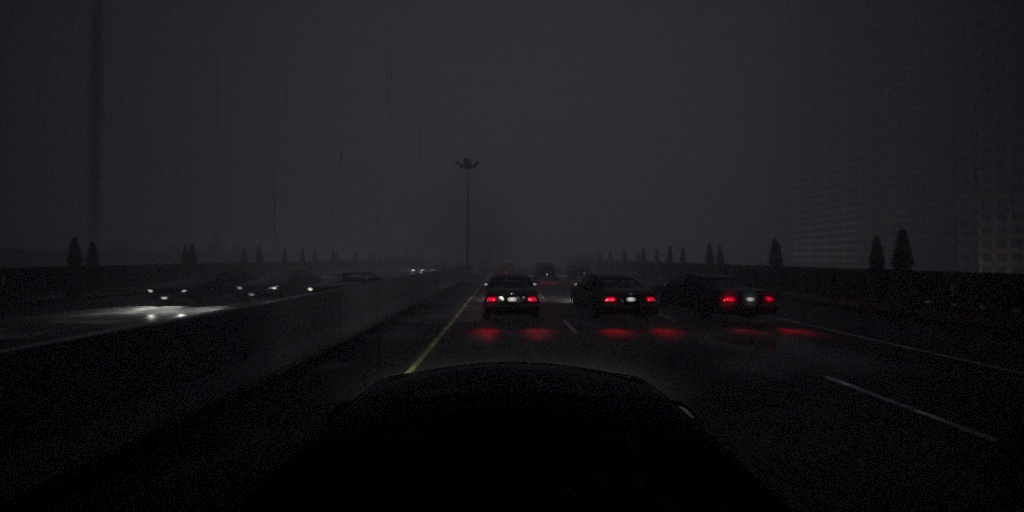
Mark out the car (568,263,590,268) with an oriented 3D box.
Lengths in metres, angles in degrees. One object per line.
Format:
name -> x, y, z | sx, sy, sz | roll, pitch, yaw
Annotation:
car -> 6.467, 1.377, 34.663 | 1.812, 1.442, 4.674 | 0, 0, -1

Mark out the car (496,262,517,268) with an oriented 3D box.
car -> -0.533, 1.335, 35.162 | 1.882, 1.535, 5.008 | 0, 0, -1

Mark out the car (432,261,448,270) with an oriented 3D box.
car -> -11.718, 1.504, 58.890 | 1.994, 1.385, 4.181 | 0, 0, -1

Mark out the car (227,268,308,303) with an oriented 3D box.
car -> -10.835, 1.332, 17.187 | 1.812, 1.442, 4.674 | 0, 0, -1

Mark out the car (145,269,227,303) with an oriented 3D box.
car -> -14.341, 1.356, 17.390 | 2.033, 1.411, 5.357 | 0, 0, -1

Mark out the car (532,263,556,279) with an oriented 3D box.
car -> 3.001, 1.356, 33.693 | 1.837, 1.490, 4.892 | 0, 0, -1

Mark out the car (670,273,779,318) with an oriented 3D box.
car -> 6.949, 1.330, 13.035 | 2.033, 1.411, 5.357 | 0, 0, -1

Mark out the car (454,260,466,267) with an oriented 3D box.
car -> -8.194, 1.412, 57.635 | 1.882, 1.535, 5.008 | 0, 0, -1

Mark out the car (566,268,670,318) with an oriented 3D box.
car -> 3.448, 1.332, 13.047 | 2.033, 1.411, 5.357 | 0, 0, -1

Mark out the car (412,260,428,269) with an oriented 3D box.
car -> -15.222, 1.449, 59.663 | 1.837, 1.490, 4.892 | 0, 0, -1

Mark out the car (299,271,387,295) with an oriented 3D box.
car -> -7.315, 1.402, 16.350 | 1.895, 1.301, 4.718 | 0, 0, -1

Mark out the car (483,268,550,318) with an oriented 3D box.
car -> -0.052, 1.334, 13.073 | 2.033, 1.411, 5.357 | 0, 0, -1
